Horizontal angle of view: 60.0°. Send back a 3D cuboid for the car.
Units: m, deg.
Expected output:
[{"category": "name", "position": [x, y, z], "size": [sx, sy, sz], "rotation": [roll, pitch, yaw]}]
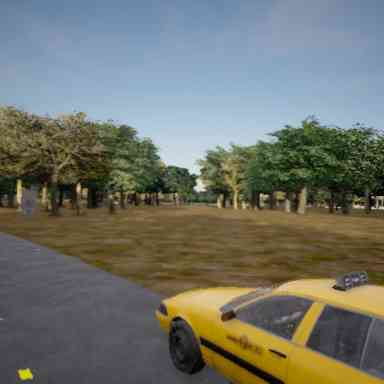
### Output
[{"category": "car", "position": [1.493, 1.643, 3.712], "size": [1.801, 1.575, 5.366], "rotation": [3, -3, -36]}]
